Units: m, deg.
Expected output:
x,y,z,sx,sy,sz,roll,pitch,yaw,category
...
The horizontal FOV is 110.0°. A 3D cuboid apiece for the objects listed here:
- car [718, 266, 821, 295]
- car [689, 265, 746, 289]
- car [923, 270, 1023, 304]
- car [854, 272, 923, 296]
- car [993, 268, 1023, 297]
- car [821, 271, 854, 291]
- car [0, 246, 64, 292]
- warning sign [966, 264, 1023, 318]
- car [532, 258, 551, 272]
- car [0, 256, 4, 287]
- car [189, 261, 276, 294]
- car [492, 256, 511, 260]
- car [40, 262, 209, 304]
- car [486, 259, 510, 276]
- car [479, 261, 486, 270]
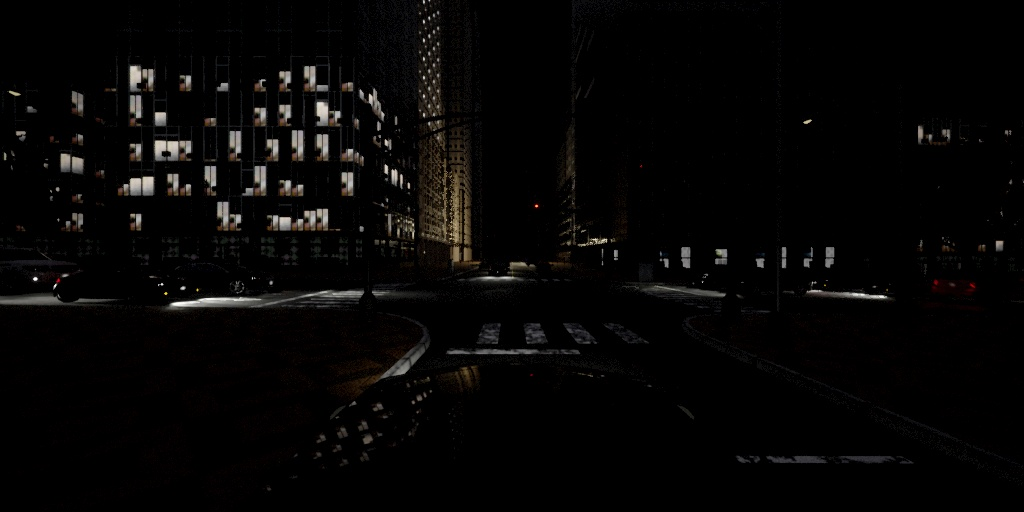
x,y,z,sx,sy,sz,roll,pitch,yaw,category
15.856,1.564,22.211,4.892,1.490,1.837,1,0,-4,car
15.064,1.396,25.418,4.553,1.767,2.097,1,0,-3,car
25.548,1.585,19.168,4.553,1.767,2.097,1,0,-2,car
24.723,1.782,22.588,4.181,1.385,1.994,1,0,-3,car
34.486,1.745,23.005,4.553,1.767,2.097,1,0,-2,car
23.686,1.763,25.810,4.181,1.385,1.994,1,0,-5,car
-24.086,0.553,17.005,5.566,2.045,2.150,1,0,-2,car
17.306,1.204,12.804,1.060,1.860,1.300,0,0,-2,warning sign
4.053,1.329,46.644,1.948,1.339,4.313,0,0,0,car
-23.691,0.832,13.773,4.902,1.511,2.128,1,0,-3,car
-14.246,1.004,17.443,4.902,1.511,2.128,1,0,-3,car
-1.411,0.981,48.935,2.150,2.045,5.566,0,0,0,car
-15.044,1.063,14.147,4.181,1.385,1.994,1,0,-2,car
-1.397,1.293,37.224,1.812,1.442,4.674,0,0,0,car
-3.885,1.342,52.159,1.802,1.307,4.207,0,0,0,car
